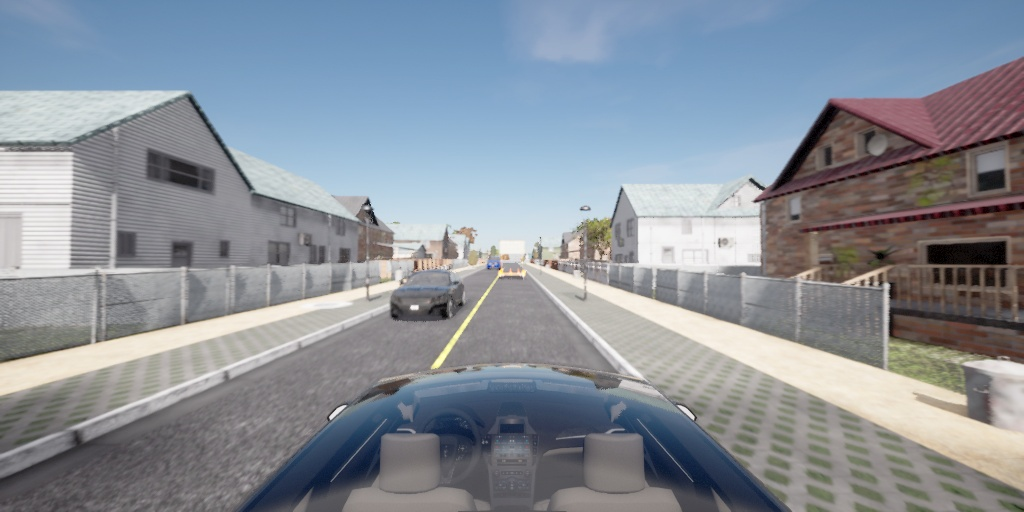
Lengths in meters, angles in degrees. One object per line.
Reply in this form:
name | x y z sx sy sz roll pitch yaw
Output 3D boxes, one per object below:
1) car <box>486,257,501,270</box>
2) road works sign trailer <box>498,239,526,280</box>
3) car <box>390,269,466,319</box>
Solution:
car | -2.825 1.112 56.125 2.150 2.045 5.566 0 0 1
road works sign trailer | -0.003 0.266 31.594 2.380 3.560 2.880 0 0 0
car | -2.854 1.238 13.011 1.882 1.535 5.008 0 0 0
